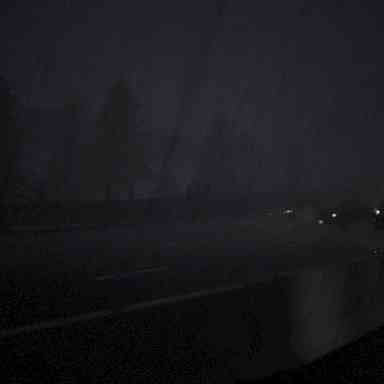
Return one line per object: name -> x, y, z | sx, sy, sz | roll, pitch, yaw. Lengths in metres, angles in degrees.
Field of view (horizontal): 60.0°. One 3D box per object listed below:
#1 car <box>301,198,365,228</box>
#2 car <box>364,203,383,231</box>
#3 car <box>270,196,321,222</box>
car -> 8.524, 1.183, 18.672 | 4.718, 1.301, 1.895 | -3, 1, -35
car -> 11.048, 0.782, 16.184 | 5.566, 2.045, 2.150 | -3, 1, -35
car -> 7.248, 1.053, 22.061 | 4.892, 1.490, 1.837 | -3, 2, -35
